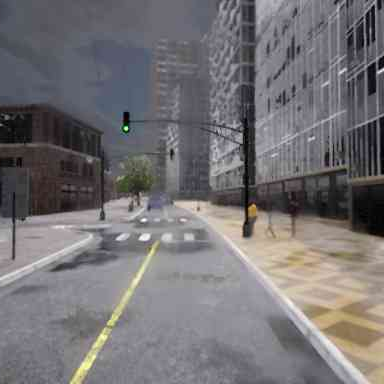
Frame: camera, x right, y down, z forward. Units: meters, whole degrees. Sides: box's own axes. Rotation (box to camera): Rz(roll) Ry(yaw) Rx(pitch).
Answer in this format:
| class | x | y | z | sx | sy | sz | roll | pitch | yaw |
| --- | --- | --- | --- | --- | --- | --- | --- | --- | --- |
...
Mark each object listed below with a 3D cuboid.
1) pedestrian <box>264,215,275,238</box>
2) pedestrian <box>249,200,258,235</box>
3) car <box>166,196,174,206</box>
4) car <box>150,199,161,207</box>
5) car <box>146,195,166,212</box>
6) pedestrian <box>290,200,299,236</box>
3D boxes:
| class | x | y | z | sx | sy | sz | roll | pitch | yaw |
| --- | --- | --- | --- | --- | --- | --- | --- | --- | --- |
| pedestrian | 3.960 | 1.679 | 16.382 | 0.500 | 1.100 | 0.500 | 1 | -2 | -2 |
| pedestrian | 3.176 | 1.307 | 17.566 | 0.375 | 1.860 | 0.375 | 1 | -2 | -2 |
| car | -4.702 | 2.117 | 67.517 | 1.837 | 1.490 | 4.892 | 0 | -1 | -8 |
| car | -6.887 | 2.052 | 62.822 | 1.882 | 1.535 | 5.008 | 0 | -1 | -7 |
| car | -5.132 | 1.649 | 46.693 | 2.150 | 2.045 | 5.566 | 0 | 0 | -5 |
| pedestrian | 5.195 | 1.319 | 17.034 | 0.375 | 1.860 | 0.375 | 1 | -2 | -2 |
